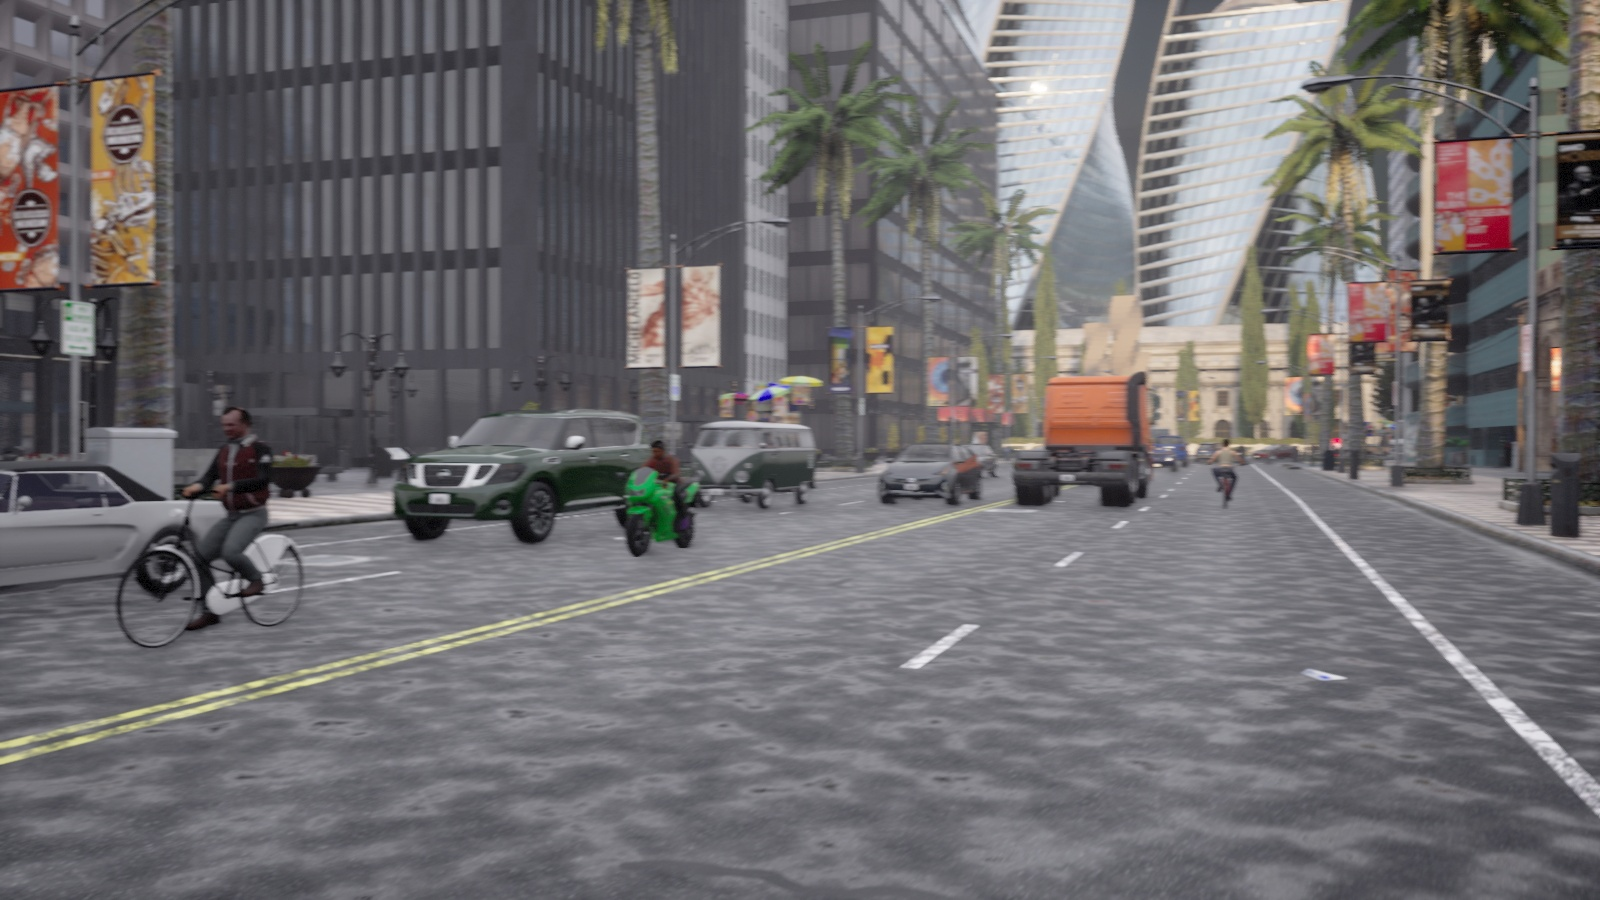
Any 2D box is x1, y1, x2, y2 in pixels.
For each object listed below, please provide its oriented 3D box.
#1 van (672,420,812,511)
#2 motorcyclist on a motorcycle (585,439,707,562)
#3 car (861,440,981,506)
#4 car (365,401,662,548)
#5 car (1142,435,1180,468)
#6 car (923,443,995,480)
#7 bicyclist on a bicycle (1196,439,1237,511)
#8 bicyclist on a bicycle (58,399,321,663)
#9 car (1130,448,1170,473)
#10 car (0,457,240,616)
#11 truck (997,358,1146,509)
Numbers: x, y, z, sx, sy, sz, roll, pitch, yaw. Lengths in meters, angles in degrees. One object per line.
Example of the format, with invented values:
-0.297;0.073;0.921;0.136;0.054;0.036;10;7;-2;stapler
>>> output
-1.273;0.321;29.592;1.775;1.987;4.442;0;0;19;van
-2.004;0.622;16.689;0.797;1.523;2.044;0;0;19;motorcyclist on a motorcycle
3.126;0.523;31.603;2.007;1.525;4.514;0;0;19;car
-4.401;0.327;20.498;2.150;2.045;5.566;0;0;18;car
23.762;0.089;82.580;2.150;2.045;5.566;0;0;18;car
6.847;0.464;53.743;2.163;1.488;4.792;0;0;18;car
9.682;0.556;29.147;0.866;1.612;1.509;0;0;19;bicyclist on a bicycle
-4.501;0.542;9.416;0.659;1.776;1.843;0;0;19;bicyclist on a bicycle
19.169;0.531;68.704;1.895;1.301;4.718;0;0;18;car
-7.555;0.748;11.257;1.895;1.301;4.718;0;0;19;car
7.338;-0.396;33.054;2.891;3.462;7.936;0;0;19;truck
